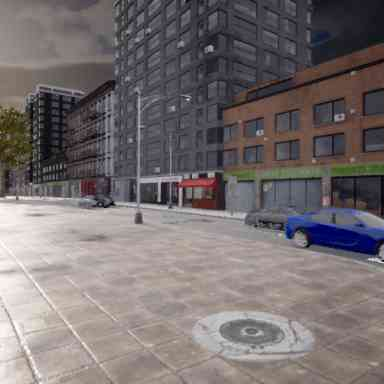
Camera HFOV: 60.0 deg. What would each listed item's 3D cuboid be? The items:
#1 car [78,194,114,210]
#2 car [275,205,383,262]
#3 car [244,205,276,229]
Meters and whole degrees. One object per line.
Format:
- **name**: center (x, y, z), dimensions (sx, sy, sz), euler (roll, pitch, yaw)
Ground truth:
- **car**: center (-9.786, 1.003, 32.985), dimensions (1.994, 1.385, 4.181), euler (1, 0, -36)
- **car**: center (5.612, 1.362, 11.624), dimensions (1.882, 1.535, 5.008), euler (1, 1, -36)
- **car**: center (4.789, 1.368, 17.803), dimensions (1.994, 1.385, 4.181), euler (1, 1, -36)
